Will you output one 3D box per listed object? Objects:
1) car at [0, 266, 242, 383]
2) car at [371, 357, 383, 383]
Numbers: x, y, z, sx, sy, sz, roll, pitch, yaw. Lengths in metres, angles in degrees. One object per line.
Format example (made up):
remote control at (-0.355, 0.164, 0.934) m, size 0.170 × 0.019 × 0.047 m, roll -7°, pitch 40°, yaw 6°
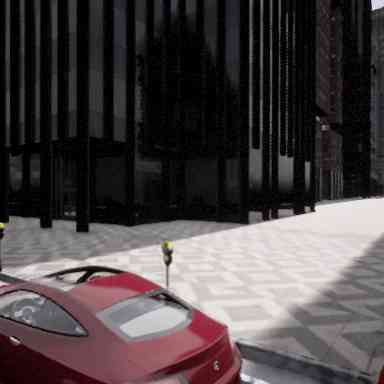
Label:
car at (-1.455, 1.582, 3.991) m, size 4.206 × 1.307 × 1.802 m, roll 0°, pitch 0°, yaw 35°
car at (3.111, 1.315, 0.746) m, size 5.009 × 1.841 × 2.192 m, roll 0°, pitch 0°, yaw 35°
